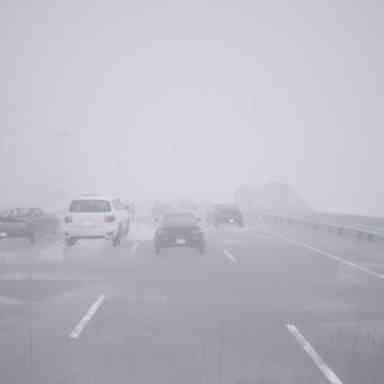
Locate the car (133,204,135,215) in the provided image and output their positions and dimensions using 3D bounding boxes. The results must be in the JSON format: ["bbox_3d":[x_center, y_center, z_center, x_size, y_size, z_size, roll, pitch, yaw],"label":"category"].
[{"bbox_3d":[-6.735,1.586,33.710,1.895,1.301,4.718,0,0,-11],"label":"car"}]

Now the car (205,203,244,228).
[{"bbox_3d":[2.092,1.482,22.240,1.837,1.490,4.892,0,0,-7],"label":"car"}]

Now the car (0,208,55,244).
[{"bbox_3d":[-7.771,1.493,15.805,2.128,1.511,4.902,0,0,-5],"label":"car"}]

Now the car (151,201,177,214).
[{"bbox_3d":[-2.872,1.543,31.867,1.994,1.385,4.181,0,0,-10],"label":"car"}]

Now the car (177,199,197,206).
[{"bbox_3d":[-0.667,1.518,39.047,2.033,1.411,5.357,0,0,-12],"label":"car"}]

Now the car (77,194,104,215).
[{"bbox_3d":[-10.573,1.212,35.112,2.150,2.045,5.566,0,0,-11],"label":"car"}]

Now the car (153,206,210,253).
[{"bbox_3d":[-0.566,1.516,13.678,1.812,1.442,4.674,0,0,-4],"label":"car"}]

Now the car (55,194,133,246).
[{"bbox_3d":[-4.196,1.217,15.341,2.150,2.045,5.566,0,0,-5],"label":"car"}]
